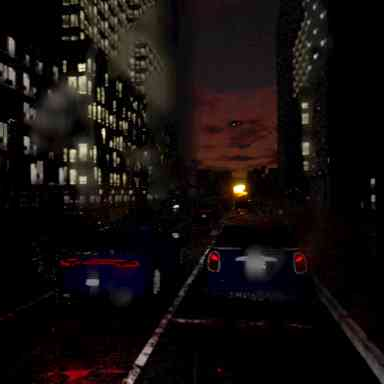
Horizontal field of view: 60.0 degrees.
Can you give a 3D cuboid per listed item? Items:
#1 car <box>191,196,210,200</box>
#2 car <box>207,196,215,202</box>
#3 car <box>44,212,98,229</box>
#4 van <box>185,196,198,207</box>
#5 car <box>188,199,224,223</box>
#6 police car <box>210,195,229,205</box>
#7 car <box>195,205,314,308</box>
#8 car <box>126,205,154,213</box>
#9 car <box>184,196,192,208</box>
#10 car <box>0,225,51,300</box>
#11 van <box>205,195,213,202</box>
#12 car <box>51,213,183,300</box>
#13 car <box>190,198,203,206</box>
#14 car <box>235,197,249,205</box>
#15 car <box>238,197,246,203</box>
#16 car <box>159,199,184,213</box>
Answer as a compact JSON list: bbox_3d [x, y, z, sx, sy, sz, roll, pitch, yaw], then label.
[{"bbox_3d":[1.575,1.710,48.847,2.128,1.511,4.902,-1,0,9],"label":"car"},{"bbox_3d":[5.152,1.840,89.766,1.947,1.339,4.313,0,0,9],"label":"car"},{"bbox_3d":[-6.100,1.715,16.627,1.947,1.339,4.313,-1,0,9],"label":"car"},{"bbox_3d":[-0.043,1.566,56.010,1.690,1.788,3.998,0,0,9],"label":"van"},{"bbox_3d":[1.232,1.573,26.238,1.882,1.535,5.008,-1,0,9],"label":"car"},{"bbox_3d":[3.888,1.556,44.161,1.930,1.638,5.238,-1,0,9],"label":"police car"},{"bbox_3d":[1.502,1.370,8.193,2.097,1.767,4.553,-1,0,9],"label":"car"},{"bbox_3d":[-4.369,1.754,27.877,1.802,1.307,4.206,0,0,9],"label":"car"},{"bbox_3d":[-0.907,1.760,50.383,1.887,1.381,4.507,0,0,9],"label":"car"},{"bbox_3d":[-5.107,1.639,6.069,2.033,1.411,5.357,-1,0,9],"label":"car"},{"bbox_3d":[4.285,1.608,84.140,1.690,1.788,3.998,0,0,9],"label":"van"},{"bbox_3d":[-1.475,1.534,8.639,1.882,1.535,5.008,-1,0,9],"label":"car"},{"bbox_3d":[0.825,1.816,61.635,1.802,1.307,4.206,0,0,9],"label":"car"},{"bbox_3d":[6.508,1.661,43.470,1.947,1.339,4.313,0,0,9],"label":"car"},{"bbox_3d":[11.701,1.731,77.225,1.802,1.307,4.206,0,0,9],"label":"car"},{"bbox_3d":[-2.638,1.745,39.131,2.008,1.369,4.403,0,0,9],"label":"car"}]
